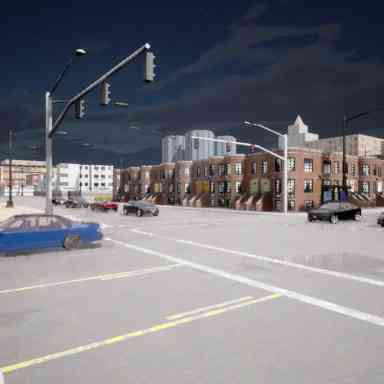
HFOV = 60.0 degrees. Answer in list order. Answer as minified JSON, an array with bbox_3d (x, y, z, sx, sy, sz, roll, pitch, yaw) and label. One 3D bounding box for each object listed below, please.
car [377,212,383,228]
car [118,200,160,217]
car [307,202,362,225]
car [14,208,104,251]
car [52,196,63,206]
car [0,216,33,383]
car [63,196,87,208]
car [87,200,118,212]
[{"bbox_3d":[13.586,1.547,21.557,2.033,1.411,5.357,0,0,42],"label":"car"},{"bbox_3d":[-4.847,1.505,31.338,1.837,1.490,4.892,0,0,-36],"label":"car"},{"bbox_3d":[10.542,1.477,24.490,5.008,1.535,1.882,0,0,-36],"label":"car"},{"bbox_3d":[-6.116,1.547,12.532,5.357,1.411,2.033,0,0,-36],"label":"car"},{"bbox_3d":[-22.288,1.491,55.565,2.128,1.511,4.902,0,0,-35],"label":"car"},{"bbox_3d":[-3.770,1.221,1.079,5.566,2.045,2.150,0,0,-35],"label":"car"},{"bbox_3d":[-16.264,1.352,47.154,2.097,1.767,4.553,0,0,-36],"label":"car"},{"bbox_3d":[-10.315,1.601,38.907,1.895,1.301,4.718,0,0,-36],"label":"car"}]
